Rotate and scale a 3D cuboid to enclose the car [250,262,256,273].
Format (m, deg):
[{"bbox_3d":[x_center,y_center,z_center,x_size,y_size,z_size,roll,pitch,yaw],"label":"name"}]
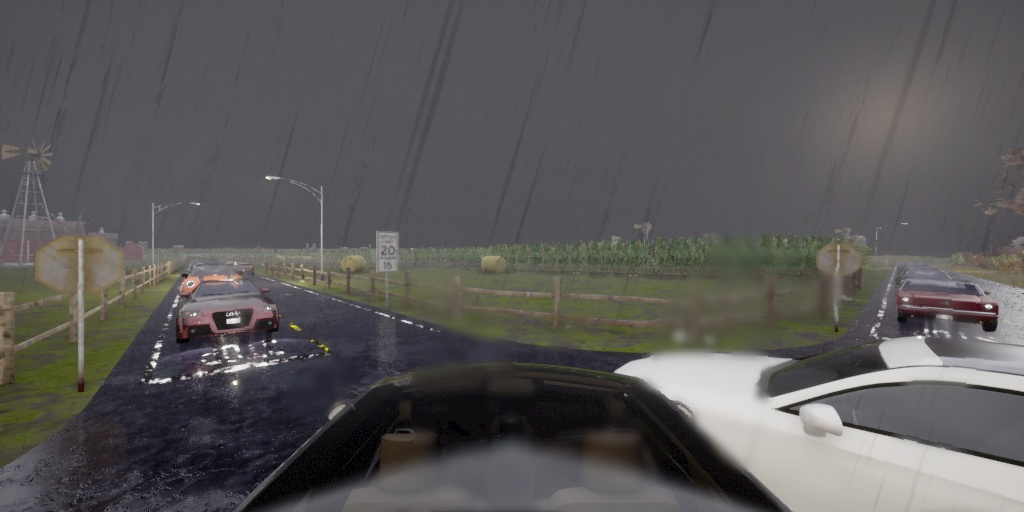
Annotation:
[{"bbox_3d":[-26.883,1.274,35.716,2.128,1.511,4.902,0,0,-41],"label":"car"}]

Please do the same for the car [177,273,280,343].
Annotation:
[{"bbox_3d":[-7.914,1.353,9.950,1.994,1.385,4.181,0,0,-42],"label":"car"}]

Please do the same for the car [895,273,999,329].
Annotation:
[{"bbox_3d":[13.548,1.393,11.365,4.718,1.301,1.895,0,1,-43],"label":"car"}]

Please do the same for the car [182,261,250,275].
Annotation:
[{"bbox_3d":[-13.672,1.136,16.449,2.097,1.767,4.553,0,0,-42],"label":"car"}]

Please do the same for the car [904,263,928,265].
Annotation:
[{"bbox_3d":[27.416,1.391,24.144,4.181,1.385,1.994,0,1,-43],"label":"car"}]

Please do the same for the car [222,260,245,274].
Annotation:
[{"bbox_3d":[-33.583,1.293,43.193,1.837,1.490,4.892,0,0,-41],"label":"car"}]

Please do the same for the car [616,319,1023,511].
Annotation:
[{"bbox_3d":[2.844,1.293,2.333,1.812,1.442,4.674,0,1,-44],"label":"car"}]

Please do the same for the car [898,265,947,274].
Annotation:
[{"bbox_3d":[20.644,1.355,17.909,5.357,1.411,2.033,0,1,-43],"label":"car"}]
